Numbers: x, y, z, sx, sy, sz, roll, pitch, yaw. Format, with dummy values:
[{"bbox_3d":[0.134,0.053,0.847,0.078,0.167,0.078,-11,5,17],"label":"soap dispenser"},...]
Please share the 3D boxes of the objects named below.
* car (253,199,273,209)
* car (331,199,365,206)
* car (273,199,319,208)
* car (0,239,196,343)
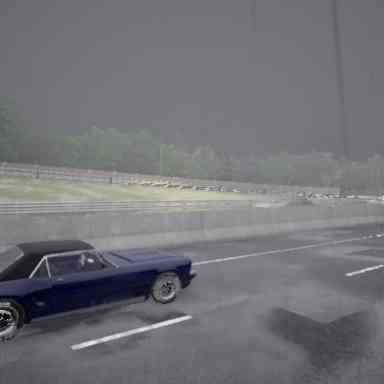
[{"bbox_3d":[8.620,1.541,35.926,4.674,1.442,1.812,0,0,-35],"label":"car"},{"bbox_3d":[15.018,1.495,31.888,5.008,1.535,1.882,0,0,-35],"label":"car"},{"bbox_3d":[10.642,1.520,33.069,4.892,1.490,1.837,0,0,-35],"label":"car"},{"bbox_3d":[-2.250,1.602,6.447,4.718,1.301,1.895,0,0,-36],"label":"car"}]
